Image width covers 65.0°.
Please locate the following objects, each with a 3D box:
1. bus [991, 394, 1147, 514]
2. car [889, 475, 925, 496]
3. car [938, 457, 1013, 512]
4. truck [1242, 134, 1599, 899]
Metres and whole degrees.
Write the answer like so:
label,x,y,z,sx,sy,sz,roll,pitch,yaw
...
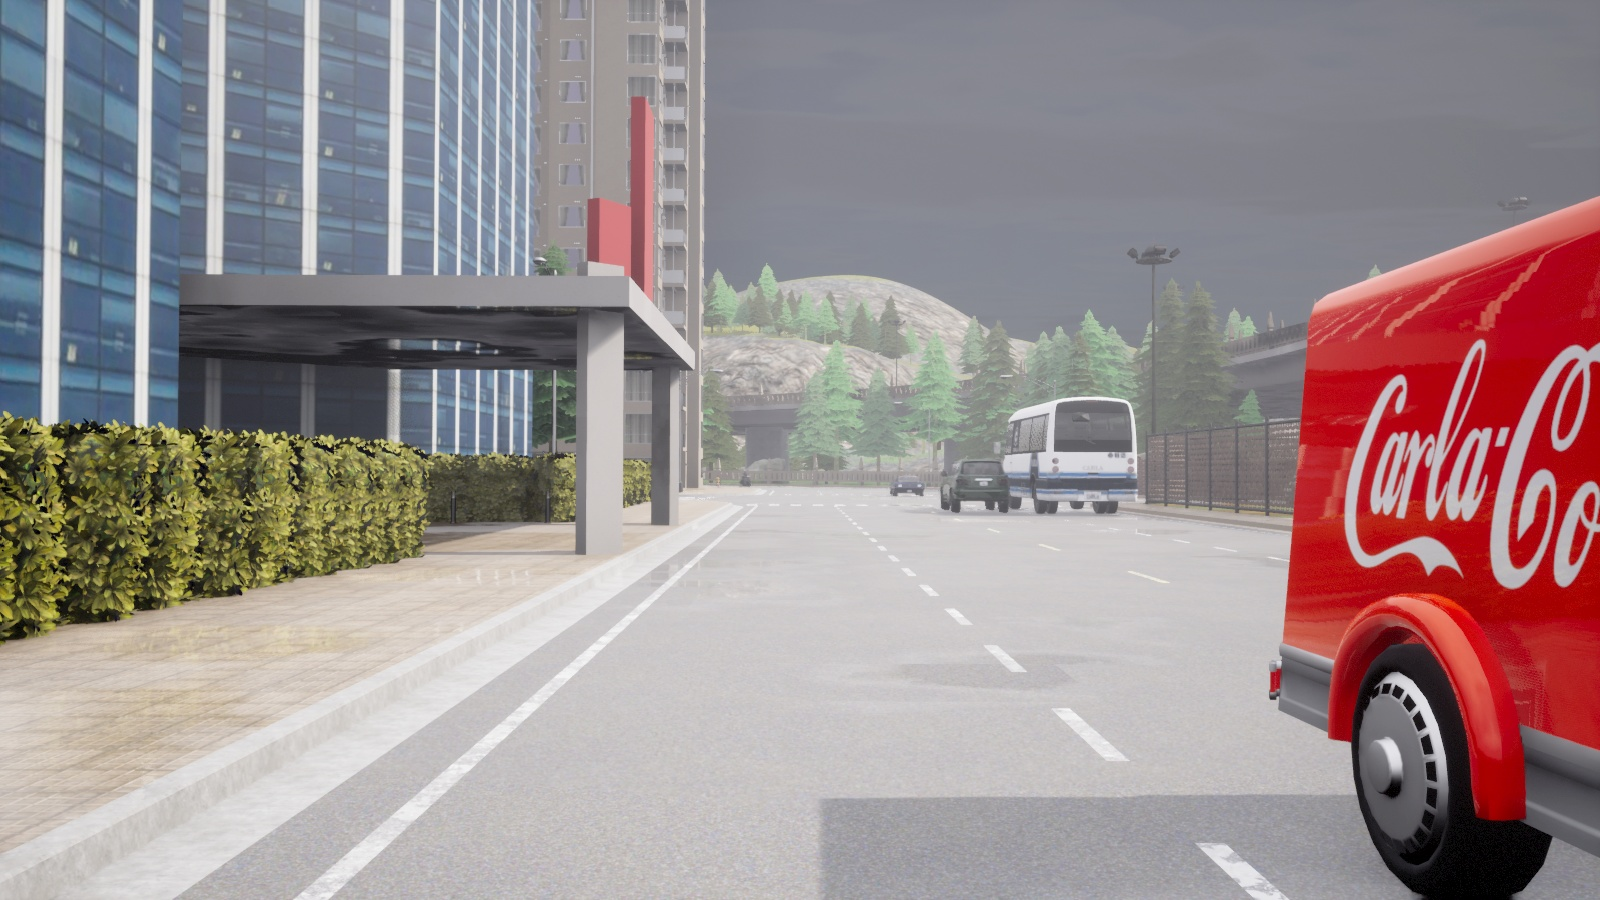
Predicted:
label,x,y,z,sx,sy,sz,roll,pitch,yaw
bus,10.362,0.232,49.859,3.944,4.253,10.273,0,-1,0
car,6.787,2.228,79.951,1.895,1.301,4.718,0,-1,0
car,6.866,1.338,49.645,2.150,2.045,5.566,0,-1,0
truck,3.488,0.373,3.519,2.627,2.467,5.204,0,-1,0
